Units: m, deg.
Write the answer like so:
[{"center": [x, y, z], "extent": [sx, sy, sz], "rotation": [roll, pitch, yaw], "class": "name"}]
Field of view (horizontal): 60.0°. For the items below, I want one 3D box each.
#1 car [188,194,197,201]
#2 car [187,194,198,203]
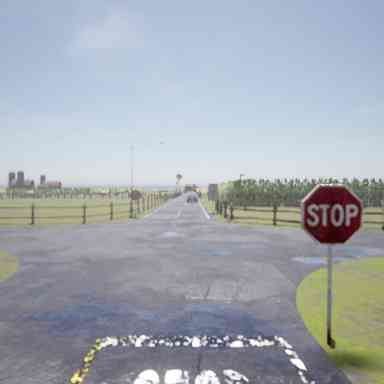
[{"center": [0.060, 1.190, 73.837], "extent": [2.033, 1.411, 5.357], "rotation": [0, 0, 0], "class": "car"}, {"center": [0.052, 1.202, 63.803], "extent": [2.097, 1.767, 4.553], "rotation": [0, 0, 0], "class": "car"}]
